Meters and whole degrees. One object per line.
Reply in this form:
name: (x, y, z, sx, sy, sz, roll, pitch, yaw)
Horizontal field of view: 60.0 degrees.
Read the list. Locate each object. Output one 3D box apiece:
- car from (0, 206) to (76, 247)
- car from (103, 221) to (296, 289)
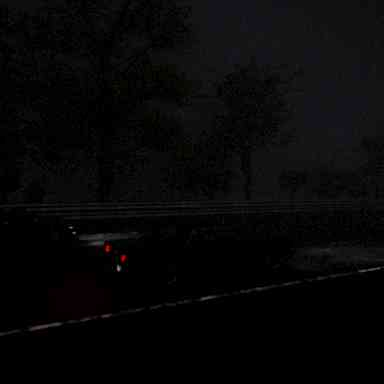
car: (-6.905, 1.292, 12.446, 4.892, 1.490, 1.837, 0, 0, -29)
car: (0.322, 1.398, 8.424, 4.718, 1.301, 1.895, 0, 0, -28)
